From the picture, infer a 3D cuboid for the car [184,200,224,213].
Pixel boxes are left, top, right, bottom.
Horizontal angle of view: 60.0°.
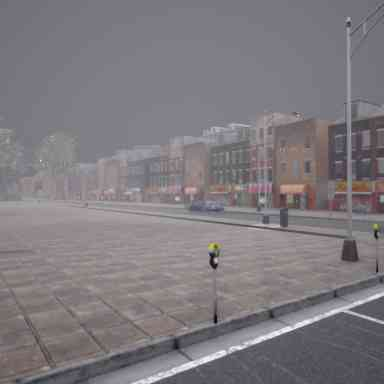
[{"bbox_3d":[1.274,1.558,36.746,2.033,1.411,5.357,-1,0,-35],"label":"car"}]
